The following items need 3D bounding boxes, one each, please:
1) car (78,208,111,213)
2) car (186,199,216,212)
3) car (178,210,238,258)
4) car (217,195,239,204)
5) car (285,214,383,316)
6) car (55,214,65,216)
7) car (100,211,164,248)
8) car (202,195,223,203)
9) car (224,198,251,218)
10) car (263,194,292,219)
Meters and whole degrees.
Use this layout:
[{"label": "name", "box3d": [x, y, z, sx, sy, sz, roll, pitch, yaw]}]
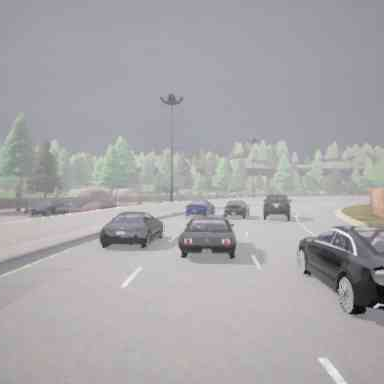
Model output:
[{"label": "car", "box3d": [-7.699, 1.469, 26.905, 1.882, 1.535, 5.008, 0, 0, 14]}, {"label": "car", "box3d": [0.891, 1.467, 31.211, 1.882, 1.535, 5.008, 0, 0, 16]}, {"label": "car", "box3d": [0.694, 1.597, 12.806, 1.895, 1.301, 4.718, 0, 0, 5]}, {"label": "car", "box3d": [7.319, 1.485, 67.174, 2.128, 1.511, 4.902, 0, 0, 36]}, {"label": "car", "box3d": [3.796, 1.489, 7.459, 2.128, 1.511, 4.902, 0, 0, 3]}, {"label": "car", "box3d": [-10.493, 1.554, 30.058, 1.994, 1.385, 4.181, 0, 0, 15]}, {"label": "car", "box3d": [-2.535, 1.559, 14.924, 1.994, 1.385, 4.181, 0, 0, 7]}, {"label": "car", "box3d": [4.295, 1.475, 68.991, 1.837, 1.490, 4.892, 0, 0, 36]}, {"label": "car", "box3d": [4.078, 1.495, 29.677, 1.837, 1.490, 4.892, 0, 0, 16]}, {"label": "car", "box3d": [7.373, 1.212, 28.650, 2.150, 2.045, 5.566, 0, 0, 16]}]
